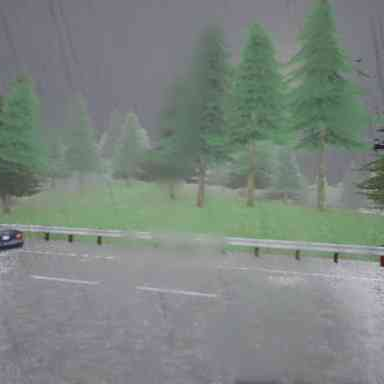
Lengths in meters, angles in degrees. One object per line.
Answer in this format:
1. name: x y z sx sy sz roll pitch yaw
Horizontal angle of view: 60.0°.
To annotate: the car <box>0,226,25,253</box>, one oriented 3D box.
1. car: -8.951 1.603 12.282 5.357 1.411 2.033 1 -1 14
